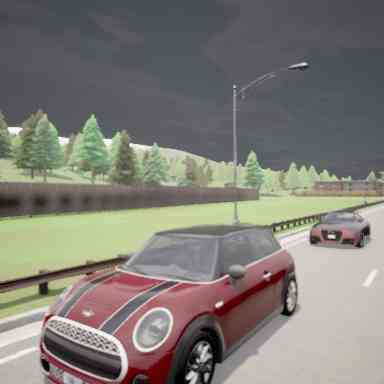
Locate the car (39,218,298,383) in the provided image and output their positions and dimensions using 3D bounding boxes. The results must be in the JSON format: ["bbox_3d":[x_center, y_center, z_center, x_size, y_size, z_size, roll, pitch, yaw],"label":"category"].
[{"bbox_3d":[0.041,1.366,5.292,2.097,1.767,4.553,0,0,35],"label":"car"}]

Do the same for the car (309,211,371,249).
[{"bbox_3d":[6.643,1.566,14.771,1.994,1.385,4.181,0,0,35],"label":"car"}]
